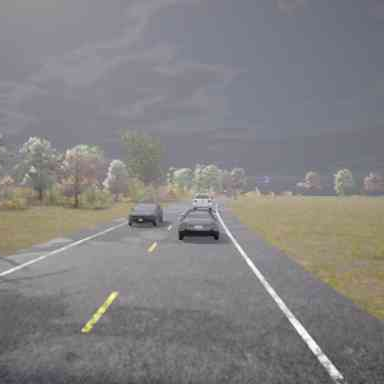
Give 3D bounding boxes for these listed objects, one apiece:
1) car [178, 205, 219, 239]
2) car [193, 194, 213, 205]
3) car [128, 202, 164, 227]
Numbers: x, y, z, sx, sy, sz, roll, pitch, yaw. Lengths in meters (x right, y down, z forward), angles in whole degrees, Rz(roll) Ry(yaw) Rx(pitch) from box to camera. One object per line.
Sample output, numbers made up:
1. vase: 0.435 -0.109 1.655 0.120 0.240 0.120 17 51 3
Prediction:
1. car: 0.359 1.567 17.244 1.994 1.385 4.181 0 0 1
2. car: 1.345 1.230 40.634 2.150 2.045 5.566 0 0 3
3. car: -3.103 1.482 23.258 1.882 1.535 5.008 0 0 2
